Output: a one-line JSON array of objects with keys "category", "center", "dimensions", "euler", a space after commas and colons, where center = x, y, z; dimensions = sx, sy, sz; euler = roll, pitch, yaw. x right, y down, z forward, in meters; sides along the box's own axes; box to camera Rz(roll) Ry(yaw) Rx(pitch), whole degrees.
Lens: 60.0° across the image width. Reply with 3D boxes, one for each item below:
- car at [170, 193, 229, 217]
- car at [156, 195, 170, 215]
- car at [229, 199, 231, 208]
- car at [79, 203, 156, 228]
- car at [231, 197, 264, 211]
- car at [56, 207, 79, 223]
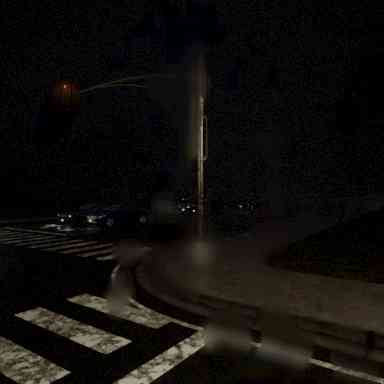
[{"category": "car", "center": [0.842, 1.127, 30.258], "dimensions": [2.150, 2.045, 5.566], "euler": [0, 0, 35]}, {"category": "car", "center": [-1.269, 1.134, 32.910], "dimensions": [2.150, 2.045, 5.566], "euler": [0, 0, 35]}, {"category": "car", "center": [5.309, 1.479, 42.319], "dimensions": [1.895, 1.301, 4.718], "euler": [0, 0, 35]}, {"category": "car", "center": [-4.820, 1.466, 22.145], "dimensions": [1.812, 1.442, 4.674], "euler": [0, 0, 36]}, {"category": "car", "center": [6.782, 1.379, 38.758], "dimensions": [1.837, 1.490, 4.892], "euler": [0, 0, 35]}, {"category": "car", "center": [-7.098, 1.496, 24.483], "dimensions": [2.033, 1.411, 5.357], "euler": [0, 0, 38]}]
